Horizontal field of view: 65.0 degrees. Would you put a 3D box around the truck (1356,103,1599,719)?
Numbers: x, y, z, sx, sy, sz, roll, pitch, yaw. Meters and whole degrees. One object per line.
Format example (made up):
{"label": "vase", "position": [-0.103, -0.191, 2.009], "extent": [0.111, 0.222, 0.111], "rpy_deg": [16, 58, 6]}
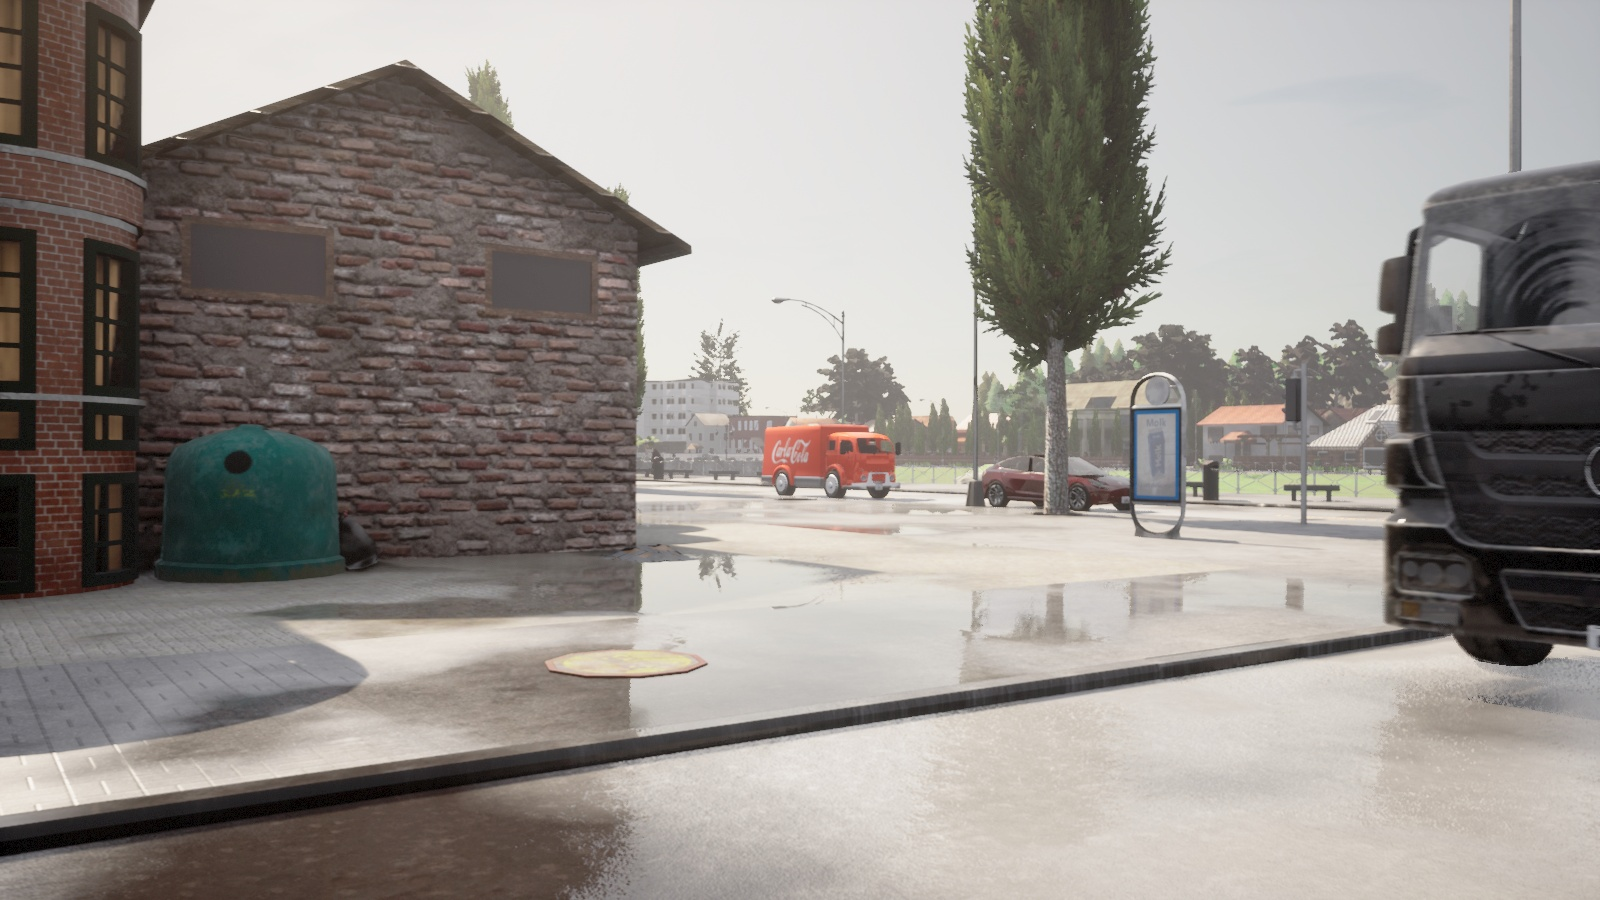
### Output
{"label": "truck", "position": [7.566, -0.216, 9.560], "extent": [7.936, 3.462, 2.891], "rpy_deg": [0, 0, -40]}

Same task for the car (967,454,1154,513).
{"label": "car", "position": [7.002, 0.845, 34.236], "extent": [2.163, 1.488, 4.792], "rpy_deg": [0, 0, -35]}

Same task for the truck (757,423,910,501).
{"label": "truck", "position": [1.060, 0.397, 42.760], "extent": [2.627, 2.467, 5.204], "rpy_deg": [0, -1, -35]}
